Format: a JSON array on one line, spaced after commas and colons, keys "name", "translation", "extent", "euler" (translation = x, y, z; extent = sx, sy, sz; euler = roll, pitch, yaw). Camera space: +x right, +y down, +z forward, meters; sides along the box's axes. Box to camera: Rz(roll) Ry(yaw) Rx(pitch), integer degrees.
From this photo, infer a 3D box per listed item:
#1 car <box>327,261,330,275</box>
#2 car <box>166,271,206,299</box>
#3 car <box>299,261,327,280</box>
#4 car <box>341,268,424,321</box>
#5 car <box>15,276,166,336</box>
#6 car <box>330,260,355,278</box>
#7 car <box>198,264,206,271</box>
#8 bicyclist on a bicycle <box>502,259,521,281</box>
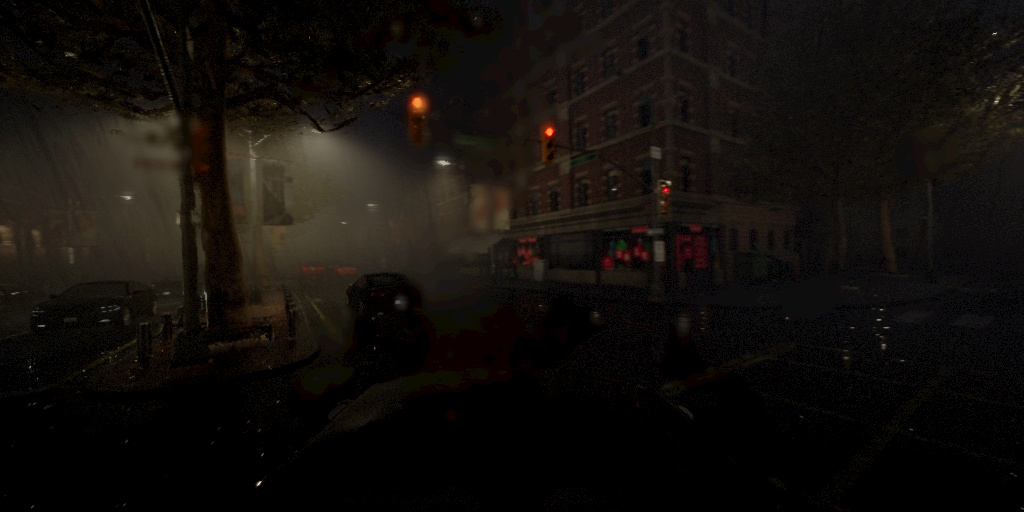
[{"name": "car", "translation": [-25.449, 1.643, 51.376], "extent": [2.150, 2.045, 5.566], "euler": [-2, 0, -33]}, {"name": "car", "translation": [-19.442, 1.827, 20.748], "extent": [1.994, 1.385, 4.181], "euler": [-2, 0, -33]}, {"name": "car", "translation": [-23.182, 1.583, 41.426], "extent": [2.150, 2.045, 5.566], "euler": [-2, 0, -33]}, {"name": "car", "translation": [-4.851, 1.355, 13.331], "extent": [1.882, 1.535, 5.008], "euler": [-1, 0, -33]}, {"name": "car", "translation": [-14.050, 1.598, 12.400], "extent": [1.882, 1.535, 5.008], "euler": [-2, 0, -33]}, {"name": "car", "translation": [-20.208, 1.635, 43.276], "extent": [2.097, 1.767, 4.553], "euler": [-2, 0, -33]}, {"name": "car", "translation": [-25.255, 1.638, 29.748], "extent": [2.150, 2.045, 5.566], "euler": [-2, 0, -33]}, {"name": "bicyclist on a bicycle", "translation": [-0.020, 1.051, 26.566], "extent": [1.656, 1.620, 0.582], "euler": [-2, 0, -33]}]
